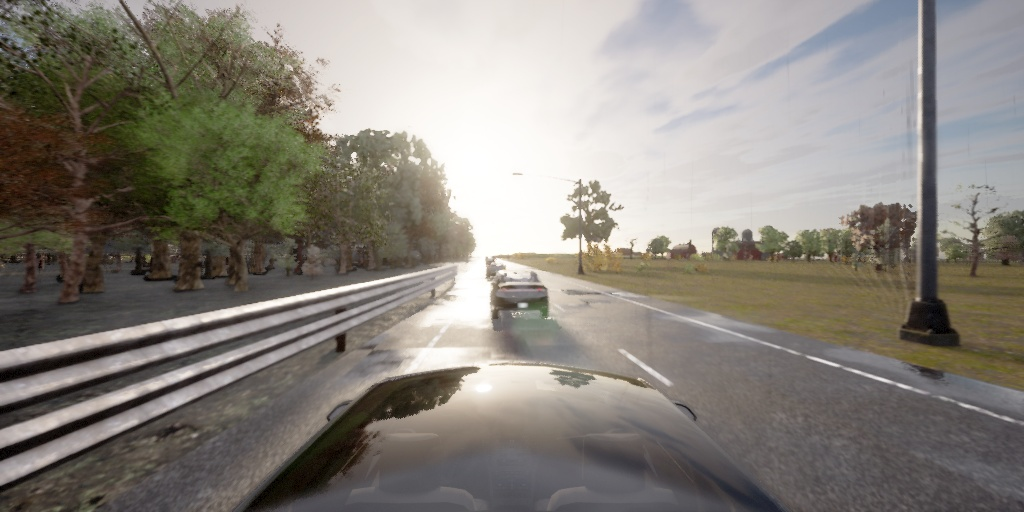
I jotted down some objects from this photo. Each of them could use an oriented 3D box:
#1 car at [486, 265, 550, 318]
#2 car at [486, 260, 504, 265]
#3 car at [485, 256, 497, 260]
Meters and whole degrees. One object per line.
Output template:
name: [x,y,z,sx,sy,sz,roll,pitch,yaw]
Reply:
car: [0.141,1.240,12.946,2.128,1.511,4.902,0,0,-4]
car: [-1.397,1.294,33.305,1.994,1.385,4.181,0,0,-4]
car: [-3.685,1.203,63.581,1.837,1.490,4.892,0,0,-4]
